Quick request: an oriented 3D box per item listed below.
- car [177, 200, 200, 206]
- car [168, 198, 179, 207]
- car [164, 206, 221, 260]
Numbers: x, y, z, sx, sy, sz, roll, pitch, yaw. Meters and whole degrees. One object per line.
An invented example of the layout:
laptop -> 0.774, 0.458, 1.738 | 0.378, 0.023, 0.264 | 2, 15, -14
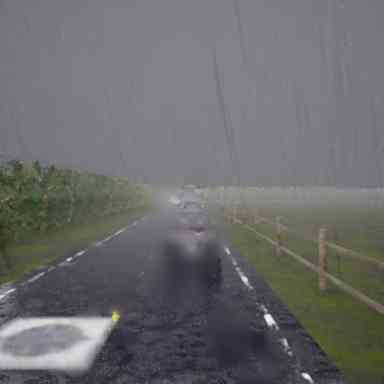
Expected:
car -> 0.034, 1.619, 27.841 | 1.994, 1.385, 4.181 | 0, 0, 0
car -> -2.845, 1.613, 52.900 | 1.812, 1.442, 4.674 | 0, 0, 0
car -> 0.037, 1.519, 12.580 | 2.128, 1.511, 4.902 | 0, 0, 1
